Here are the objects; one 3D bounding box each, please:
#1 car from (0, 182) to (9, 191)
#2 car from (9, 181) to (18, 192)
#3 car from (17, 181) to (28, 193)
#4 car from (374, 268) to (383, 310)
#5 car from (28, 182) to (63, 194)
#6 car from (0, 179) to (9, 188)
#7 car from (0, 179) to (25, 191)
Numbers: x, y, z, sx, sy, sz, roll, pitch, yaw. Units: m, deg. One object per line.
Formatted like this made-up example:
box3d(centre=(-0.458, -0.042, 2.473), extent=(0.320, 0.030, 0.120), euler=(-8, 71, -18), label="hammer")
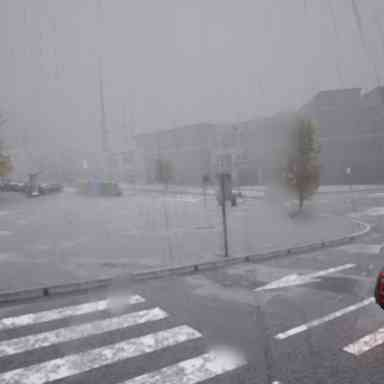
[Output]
box3d(centre=(-28.507, -1.009, 54.814), extent=(2.097, 1.535, 5.008), euler=(1, 6, 16), label="car")
box3d(centre=(-26.110, -0.842, 53.103), extent=(2.002, 1.452, 4.674), euler=(0, 6, 16), label="car")
box3d(centre=(-23.713, -0.752, 51.371), extent=(2.231, 1.521, 4.892), euler=(1, 6, 17), label="car")
box3d(centre=(5.324, 1.509, 6.329), extent=(4.181, 1.385, 1.994), euler=(-1, 1, -36), label="car")
box3d(centre=(-21.352, -0.586, 49.581), extent=(2.163, 1.488, 4.792), euler=(1, 6, 17), label="car")
box3d(centre=(-35.810, -1.367, 59.813), extent=(2.231, 1.521, 4.892), euler=(1, 6, 14), label="car")
box3d(centre=(-30.942, -1.253, 56.456), extent=(2.185, 1.767, 4.553), euler=(0, 6, 15), label="car")
